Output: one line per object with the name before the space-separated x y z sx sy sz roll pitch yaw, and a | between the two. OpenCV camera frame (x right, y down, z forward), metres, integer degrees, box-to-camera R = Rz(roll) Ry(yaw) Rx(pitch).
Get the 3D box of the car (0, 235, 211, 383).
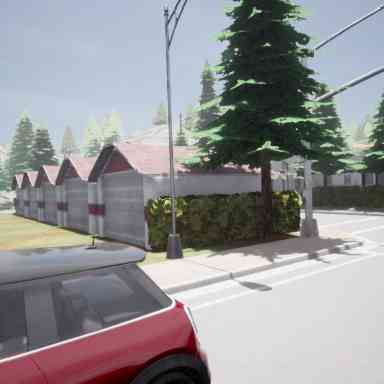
car | -2.108 1.355 2.491 4.553 1.767 2.097 -2 1 -36
